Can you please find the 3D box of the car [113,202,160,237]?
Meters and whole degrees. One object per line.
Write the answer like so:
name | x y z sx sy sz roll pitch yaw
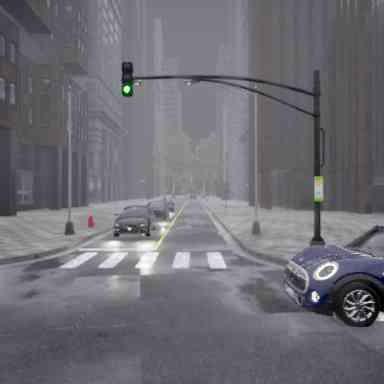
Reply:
car | -3.054 1.533 18.384 1.837 1.490 4.892 0 0 -1

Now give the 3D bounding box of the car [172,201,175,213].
car | -2.971 1.595 38.802 2.033 1.411 5.357 0 0 0

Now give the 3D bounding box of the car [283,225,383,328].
car | 4.217 1.435 6.586 4.553 1.767 2.097 1 -1 0

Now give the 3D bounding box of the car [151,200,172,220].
car | -3.013 1.517 28.471 1.882 1.535 5.008 0 0 0
